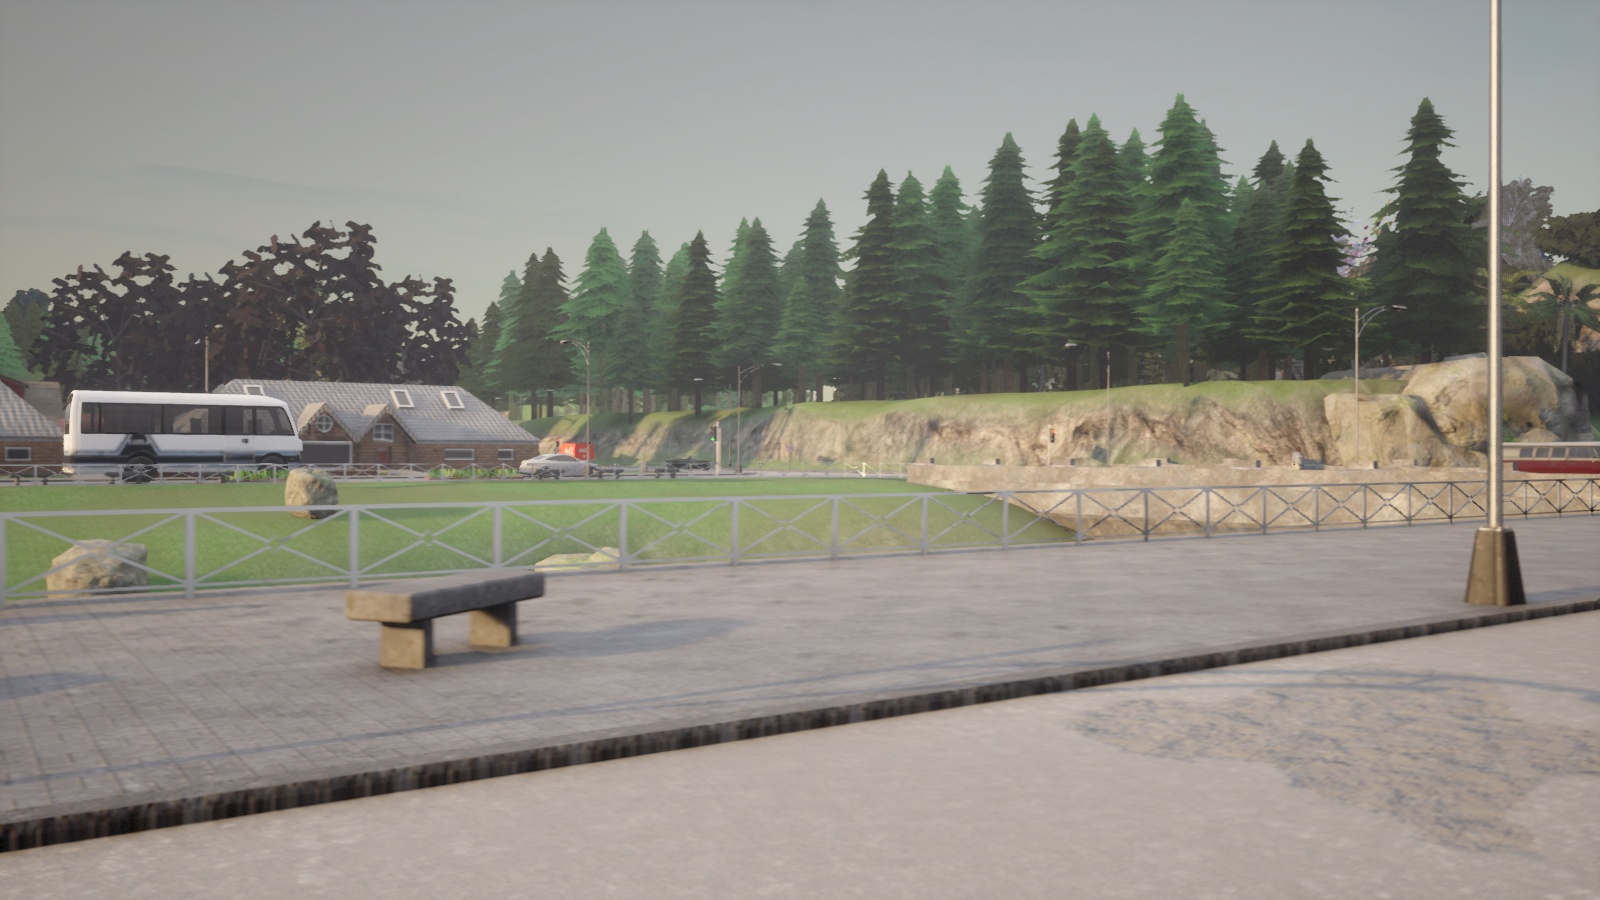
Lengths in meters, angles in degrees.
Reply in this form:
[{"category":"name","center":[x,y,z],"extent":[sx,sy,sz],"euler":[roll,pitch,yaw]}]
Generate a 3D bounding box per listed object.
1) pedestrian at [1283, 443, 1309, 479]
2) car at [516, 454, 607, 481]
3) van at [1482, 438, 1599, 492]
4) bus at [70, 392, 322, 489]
[{"category":"pedestrian","center":[25.925,0.561,65.609],"extent":[0.874,1.855,0.900],"euler":[0,0,-34]},{"category":"car","center":[-13.294,0.971,70.130],"extent":[4.674,1.442,1.812],"euler":[0,0,-35]},{"category":"van","center":[28.700,0.554,47.820],"extent":[1.775,1.987,4.442],"euler":[0,0,-35]},{"category":"bus","center":[-28.501,-0.425,59.556],"extent":[10.273,4.253,3.944],"euler":[0,0,-35]}]
